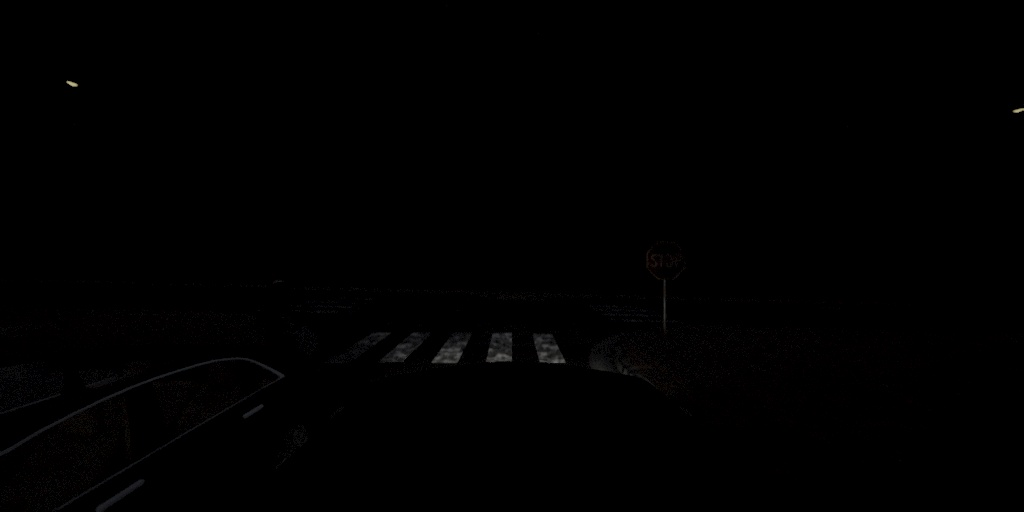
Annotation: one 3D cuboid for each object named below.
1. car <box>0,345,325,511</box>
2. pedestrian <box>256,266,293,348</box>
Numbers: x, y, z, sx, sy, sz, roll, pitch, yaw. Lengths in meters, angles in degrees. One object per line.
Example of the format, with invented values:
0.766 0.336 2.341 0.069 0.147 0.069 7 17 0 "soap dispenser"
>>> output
-2.637 1.300 1.742 2.007 1.370 4.403 0 0 0 "car"
-3.975 1.036 6.082 0.375 1.860 0.375 1 0 0 "pedestrian"
